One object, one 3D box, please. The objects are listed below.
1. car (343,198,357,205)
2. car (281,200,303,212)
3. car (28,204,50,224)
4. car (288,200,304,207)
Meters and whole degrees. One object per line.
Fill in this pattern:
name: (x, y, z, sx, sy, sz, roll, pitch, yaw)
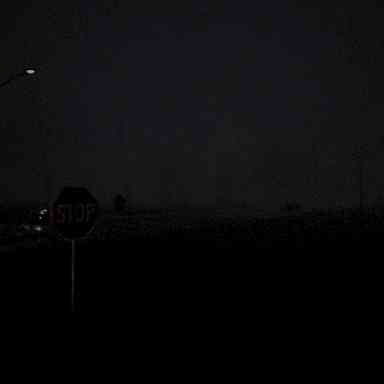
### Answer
car: (41.122, 2.695, 85.670, 2.128, 1.511, 4.902, 1, 0, 36)
car: (14.761, 2.155, 49.205, 1.837, 1.490, 4.892, 1, 0, 36)
car: (-10.411, 1.476, 26.330, 2.097, 1.767, 4.553, 1, -1, 36)
car: (22.470, 2.386, 71.817, 1.994, 1.385, 4.181, 1, 0, 36)
